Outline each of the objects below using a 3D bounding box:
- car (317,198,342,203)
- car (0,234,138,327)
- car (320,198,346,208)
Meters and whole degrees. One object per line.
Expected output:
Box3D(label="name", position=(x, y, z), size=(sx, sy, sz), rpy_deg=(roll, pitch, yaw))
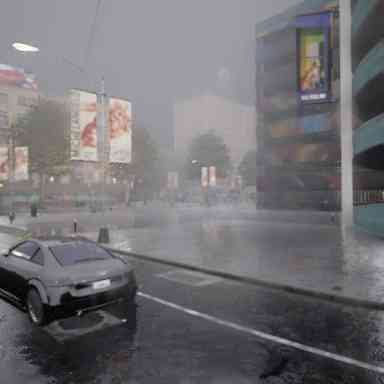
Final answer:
Box3D(label="car", position=(17.004, 1.543, 42.337), size=(4.674, 1.452, 2.002), rpy_deg=(0, -1, -44))
Box3D(label="car", position=(-3.072, 1.649, 7.348), size=(4.181, 1.385, 1.994), rpy_deg=(-1, -1, 44))
Box3D(label="car", position=(22.846, 1.687, 53.809), size=(4.786, 1.482, 2.161), rpy_deg=(0, -1, -44))
